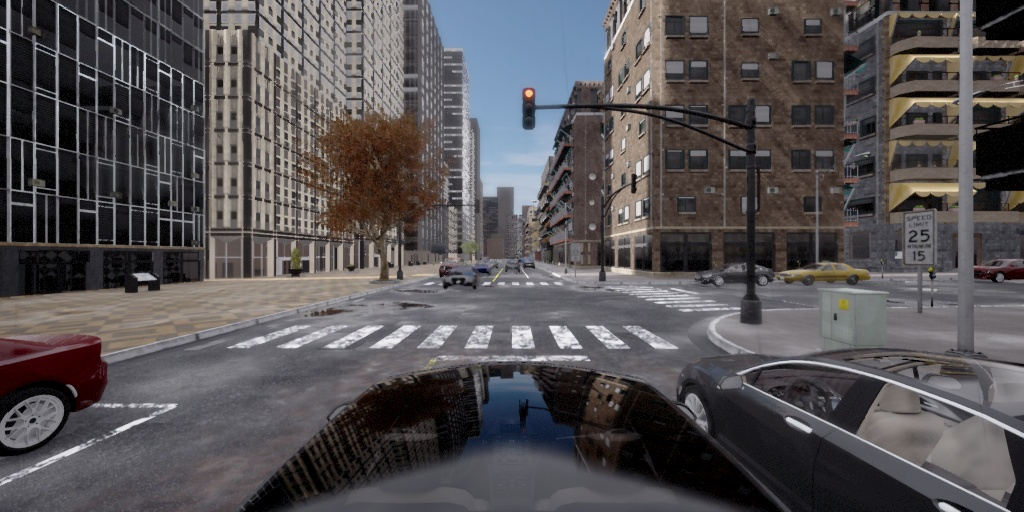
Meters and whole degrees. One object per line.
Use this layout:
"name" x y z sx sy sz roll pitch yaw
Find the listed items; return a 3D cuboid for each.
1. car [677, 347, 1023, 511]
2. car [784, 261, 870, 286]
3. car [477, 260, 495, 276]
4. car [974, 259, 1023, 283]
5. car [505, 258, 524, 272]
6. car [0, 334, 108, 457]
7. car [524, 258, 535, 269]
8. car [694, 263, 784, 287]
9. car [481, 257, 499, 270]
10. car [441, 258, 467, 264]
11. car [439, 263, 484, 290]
"car" 2.689 1.300 2.346 2.007 1.370 4.403 0 0 0
"car" 18.835 0.993 21.814 4.829 1.417 1.751 0 0 -1
"car" -3.094 1.367 37.168 1.895 1.301 4.718 0 0 0
"car" 30.139 0.859 21.928 4.507 1.381 1.888 0 0 -1
"car" 0.106 1.266 47.613 2.128 1.511 4.902 0 0 0
"car" -5.691 1.295 2.347 1.888 1.381 4.507 0 0 0
"car" 2.697 1.349 56.824 1.948 1.339 4.313 0 0 0
"car" 13.438 1.095 21.760 4.403 1.370 2.007 0 0 -1
"car" -3.081 1.273 54.521 2.128 1.511 4.902 0 0 0
"car" -5.687 1.079 34.734 2.192 1.841 5.009 0 0 0
"car" -3.098 1.320 22.700 1.994 1.385 4.181 0 0 0
